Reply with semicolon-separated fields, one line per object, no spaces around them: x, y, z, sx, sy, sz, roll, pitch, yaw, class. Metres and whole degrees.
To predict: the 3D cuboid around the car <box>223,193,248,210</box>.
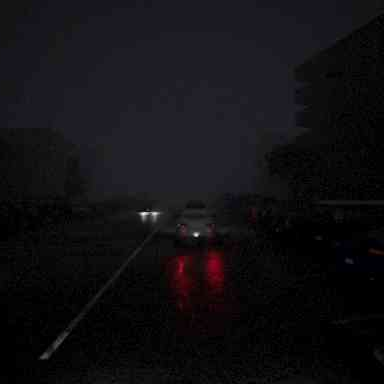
6.650;1.245;35.595;5.566;2.045;2.435;1;0;-19;car

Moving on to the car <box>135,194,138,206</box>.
-11.143;1.524;50.958;4.674;1.452;2.002;-1;0;-20;car

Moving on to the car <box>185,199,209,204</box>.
0.327;1.476;32.054;1.882;1.535;5.008;0;0;0;car

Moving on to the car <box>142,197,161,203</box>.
-10.877;2.150;89.092;4.674;1.452;2.002;0;-2;-19;car

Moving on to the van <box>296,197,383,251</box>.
6.203;1.277;11.591;4.442;1.987;1.878;1;0;-18;van

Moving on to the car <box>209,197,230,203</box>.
6.905;1.988;83.514;4.792;1.488;2.163;1;-2;-19;car

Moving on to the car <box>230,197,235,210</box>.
6.603;1.527;32.580;4.792;1.488;2.163;1;0;-19;car

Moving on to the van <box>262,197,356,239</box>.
6.139;1.273;17.506;4.442;1.987;1.878;1;0;-18;van

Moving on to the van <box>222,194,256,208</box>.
6.781;1.271;47.636;4.442;1.987;1.878;1;0;-20;van

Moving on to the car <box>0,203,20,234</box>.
-11.053;1.500;15.677;4.792;1.488;2.163;-1;0;-20;car

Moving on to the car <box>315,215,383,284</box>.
6.008;1.501;8.554;5.008;1.535;2.097;1;0;-18;car

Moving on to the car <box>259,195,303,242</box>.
6.145;1.249;14.535;5.566;2.045;2.435;1;0;-18;car

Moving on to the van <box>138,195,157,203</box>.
-11.052;1.724;83.187;4.442;1.987;1.878;0;-1;-19;van

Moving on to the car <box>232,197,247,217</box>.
6.534;1.499;29.560;4.892;1.521;2.231;1;0;-19;car

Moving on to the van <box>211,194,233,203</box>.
6.687;1.529;74.486;4.442;1.987;1.878;1;-1;-19;van

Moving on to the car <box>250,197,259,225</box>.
6.294;1.373;20.541;4.553;1.767;2.185;1;0;-19;car

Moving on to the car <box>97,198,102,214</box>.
-11.123;1.472;30.406;5.008;1.535;2.097;-1;0;-20;car

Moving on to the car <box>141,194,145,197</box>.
-11.117;1.514;56.822;5.008;1.535;2.097;-1;0;-20;car

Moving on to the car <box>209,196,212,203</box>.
6.596;1.698;71.467;5.366;1.575;1.946;1;-1;-19;car

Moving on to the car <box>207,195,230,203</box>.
6.893;1.785;86.484;5.566;2.045;2.435;1;-1;-19;car

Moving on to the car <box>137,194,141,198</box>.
-11.104;1.371;53.891;4.553;1.767;2.185;-1;0;-20;car

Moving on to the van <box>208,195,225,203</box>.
6.874;1.989;92.445;4.442;1.987;1.878;1;-2;-19;van

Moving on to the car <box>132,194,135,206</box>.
-11.114;1.352;48.025;4.553;1.767;2.185;-1;0;-20;car

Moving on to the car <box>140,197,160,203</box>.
-10.911;2.067;86.154;4.674;1.452;2.002;0;-2;-19;car

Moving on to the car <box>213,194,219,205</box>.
6.498;1.495;50.525;5.366;1.575;1.946;1;0;-20;car

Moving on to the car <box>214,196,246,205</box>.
6.873;1.550;59.628;5.366;1.575;1.946;1;-1;-20;car

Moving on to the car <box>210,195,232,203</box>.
6.789;1.692;77.515;4.553;1.767;2.185;1;-2;-19;car

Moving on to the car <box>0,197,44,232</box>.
-11.020;1.344;18.647;4.553;1.767;2.185;-1;0;-20;car

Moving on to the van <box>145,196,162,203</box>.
-10.911;2.085;94.913;4.442;1.987;1.878;0;-2;-19;van

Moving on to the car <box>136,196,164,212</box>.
-4.817;1.548;39.024;2.033;1.411;5.357;0;0;0;car

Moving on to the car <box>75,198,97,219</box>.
-10.927;1.466;27.535;5.366;1.575;1.946;-1;0;-20;car

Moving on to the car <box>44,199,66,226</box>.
-11.076;1.471;21.591;5.008;1.535;2.097;-1;0;-20;car

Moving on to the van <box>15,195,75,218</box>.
-11.200;1.247;24.491;4.442;1.987;1.878;-1;0;-20;van

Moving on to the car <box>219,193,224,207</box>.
6.693;1.244;41.613;5.566;2.045;2.435;1;0;-20;car

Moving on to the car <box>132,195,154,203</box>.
-10.993;1.624;74.430;4.553;1.767;2.185;0;-1;-19;car

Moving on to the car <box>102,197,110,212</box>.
-11.097;1.502;33.352;4.792;1.488;2.163;-1;0;-20;car

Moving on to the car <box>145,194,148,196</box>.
-11.119;1.540;59.753;5.008;1.535;2.097;-1;-1;-20;car

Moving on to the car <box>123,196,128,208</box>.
-11.135;1.475;42.146;4.892;1.521;2.231;-1;0;-20;car

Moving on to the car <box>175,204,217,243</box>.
0.192;1.525;16.011;1.812;1.442;4.674;0;0;0;car

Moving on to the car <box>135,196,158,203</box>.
-10.976;1.876;80.288;5.008;1.535;2.097;0;-2;-19;car

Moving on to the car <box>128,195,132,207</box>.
-11.138;1.475;45.084;5.008;1.535;2.097;-1;0;-20;car

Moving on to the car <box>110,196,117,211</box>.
-11.142;1.473;36.279;5.008;1.535;2.097;-1;0;-20;car

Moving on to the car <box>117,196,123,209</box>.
-11.135;1.475;39.214;4.892;1.521;2.231;-1;0;-20;car

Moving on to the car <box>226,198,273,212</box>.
6.647;1.497;38.598;4.892;1.521;2.231;1;0;-20;car

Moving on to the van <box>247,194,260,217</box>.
6.509;1.274;23.593;4.442;1.987;1.878;1;0;-19;van
